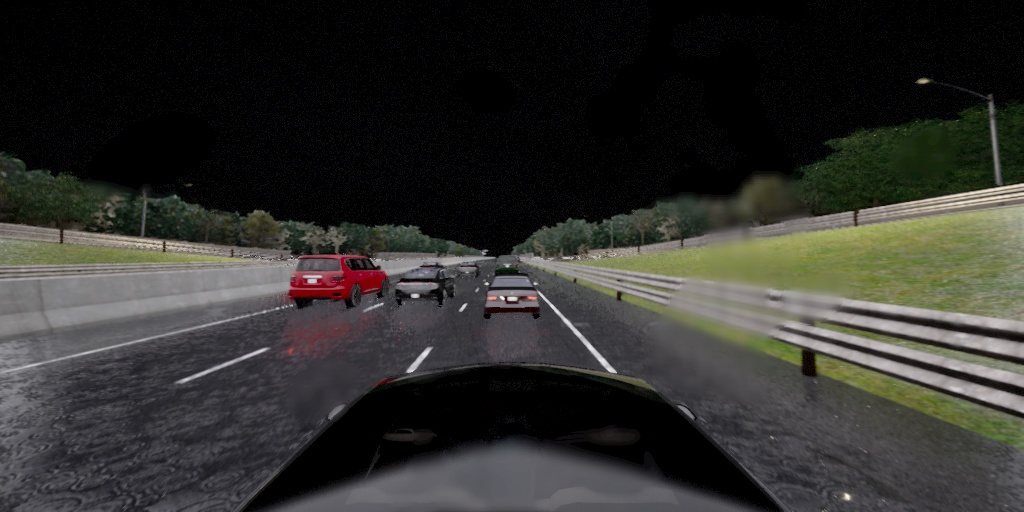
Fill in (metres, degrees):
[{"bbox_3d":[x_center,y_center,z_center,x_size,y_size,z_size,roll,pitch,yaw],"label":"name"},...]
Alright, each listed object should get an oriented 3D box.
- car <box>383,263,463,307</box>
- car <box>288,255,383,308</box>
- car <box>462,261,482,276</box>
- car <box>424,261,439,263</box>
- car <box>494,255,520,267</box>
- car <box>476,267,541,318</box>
[{"bbox_3d":[-3.588,1.244,15.544,2.128,1.511,4.902,0,0,-1],"label":"car"},{"bbox_3d":[-7.079,0.975,15.307,2.150,2.045,5.566,0,0,-1],"label":"car"},{"bbox_3d":[-3.956,1.233,33.763,2.128,1.511,4.902,0,0,-1],"label":"car"},{"bbox_3d":[-7.458,1.233,33.785,2.128,1.511,4.902,0,0,-1],"label":"car"},{"bbox_3d":[-0.449,0.963,33.497,2.150,2.045,5.566,0,0,-1],"label":"car"},{"bbox_3d":[-0.027,1.301,13.011,2.033,1.411,5.357,0,0,-1],"label":"car"}]
